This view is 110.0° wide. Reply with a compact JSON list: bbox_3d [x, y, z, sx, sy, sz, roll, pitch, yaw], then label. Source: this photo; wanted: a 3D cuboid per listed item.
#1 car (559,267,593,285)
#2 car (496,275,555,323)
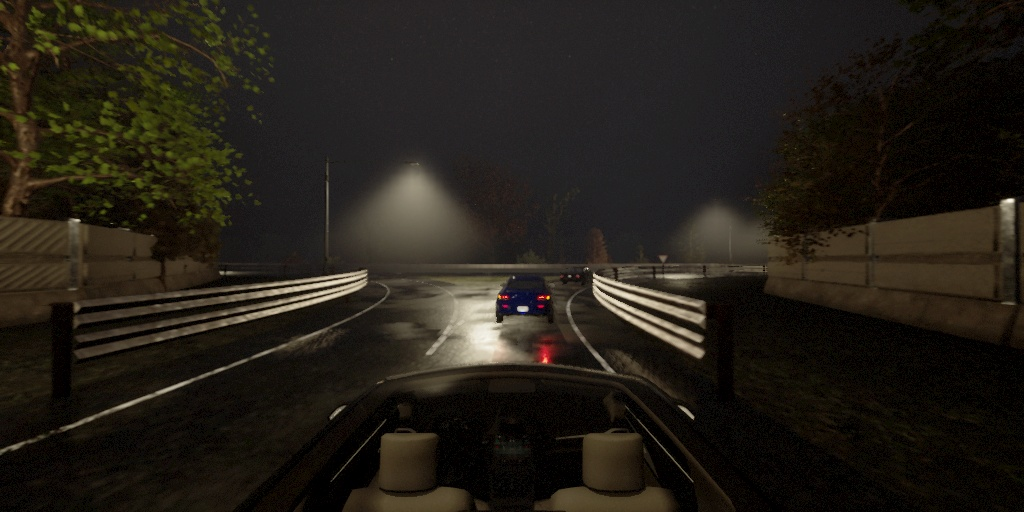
[{"bbox_3d":[5.551,1.596,29.381,2.033,1.411,5.357,0,-1,28],"label":"car"},{"bbox_3d":[0.539,1.394,12.683,1.812,1.442,4.674,0,-1,6],"label":"car"}]
